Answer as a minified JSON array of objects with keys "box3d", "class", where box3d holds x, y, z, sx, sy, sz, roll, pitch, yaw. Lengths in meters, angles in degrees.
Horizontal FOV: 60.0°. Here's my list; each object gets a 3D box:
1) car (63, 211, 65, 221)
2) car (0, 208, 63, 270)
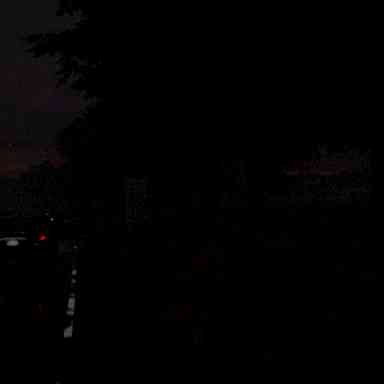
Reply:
[{"box3d":[-13.051,2.215,31.242,2.128,1.511,4.902,1,-2,-21],"class":"car"},{"box3d":[-5.885,1.554,11.665,2.097,1.767,4.553,1,-2,-19],"class":"car"}]
